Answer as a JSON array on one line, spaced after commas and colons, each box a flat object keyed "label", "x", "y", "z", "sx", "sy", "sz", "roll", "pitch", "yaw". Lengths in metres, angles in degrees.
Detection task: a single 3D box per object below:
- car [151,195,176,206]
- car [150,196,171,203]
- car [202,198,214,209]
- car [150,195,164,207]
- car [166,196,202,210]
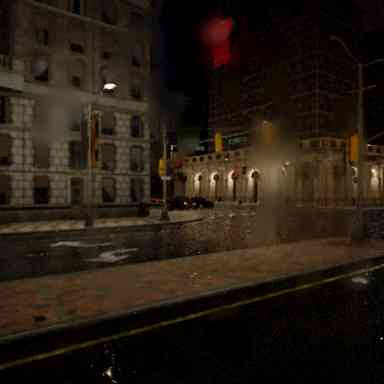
[{"label": "car", "x": -4.734, "y": 1.365, "z": 54.190, "sx": 2.097, "sy": 1.767, "sz": 4.553, "roll": 0, "pitch": 0, "yaw": -35}, {"label": "car", "x": -6.542, "y": 1.528, "z": 69.147, "sx": 2.128, "sy": 1.511, "sz": 4.902, "roll": 0, "pitch": 0, "yaw": -35}, {"label": "car", "x": 1.027, "y": 1.491, "z": 46.105, "sx": 1.882, "sy": 1.535, "sz": 5.008, "roll": 0, "pitch": 0, "yaw": -36}, {"label": "car", "x": -6.586, "y": 1.503, "z": 50.741, "sx": 2.128, "sy": 1.511, "sz": 4.902, "roll": 0, "pitch": 0, "yaw": -35}, {"label": "car", "x": -1.262, "y": 1.364, "z": 43.296, "sx": 2.097, "sy": 1.767, "sz": 4.553, "roll": 0, "pitch": 0, "yaw": -36}]
